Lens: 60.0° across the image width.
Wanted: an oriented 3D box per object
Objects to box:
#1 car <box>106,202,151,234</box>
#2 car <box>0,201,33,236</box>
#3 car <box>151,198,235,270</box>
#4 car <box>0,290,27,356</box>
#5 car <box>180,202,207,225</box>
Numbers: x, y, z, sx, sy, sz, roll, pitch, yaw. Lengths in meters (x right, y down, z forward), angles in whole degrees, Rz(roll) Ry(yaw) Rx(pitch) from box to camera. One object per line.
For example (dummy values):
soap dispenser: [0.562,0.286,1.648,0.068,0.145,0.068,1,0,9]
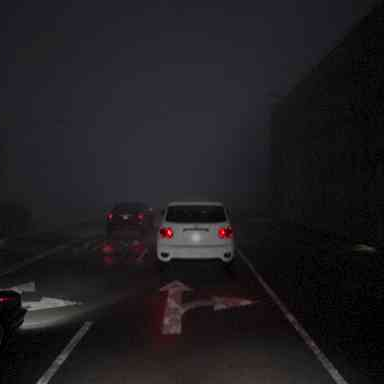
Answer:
car: [-3.399,1.321,19.130,2.097,1.767,4.553,0,0,0]
car: [-10.504,1.322,17.866,2.097,1.767,4.553,0,0,0]
car: [0.102,1.204,11.089,2.150,2.045,5.566,0,0,0]
car: [-3.403,1.543,2.521,2.033,1.411,5.357,0,0,0]
car: [0.101,1.487,24.324,1.812,1.442,4.674,0,0,0]
